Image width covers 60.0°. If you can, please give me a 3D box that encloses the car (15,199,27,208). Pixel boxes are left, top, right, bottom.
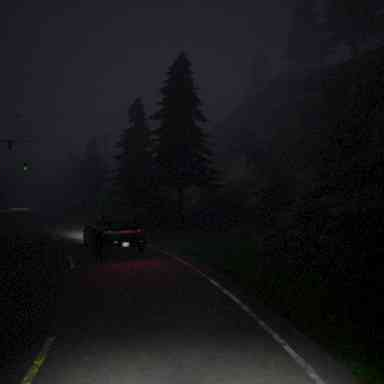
[{"bbox_3d":[-30.692,2.104,59.817,2.128,1.511,4.902,0,-1,-27],"label":"car"}]

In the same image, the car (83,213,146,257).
[{"bbox_3d":[-3.325,1.633,13.806,2.128,1.511,4.902,0,0,-25],"label":"car"}]

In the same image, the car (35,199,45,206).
[{"bbox_3d":[-32.329,2.257,70.755,1.994,1.385,4.181,0,-1,-27],"label":"car"}]
